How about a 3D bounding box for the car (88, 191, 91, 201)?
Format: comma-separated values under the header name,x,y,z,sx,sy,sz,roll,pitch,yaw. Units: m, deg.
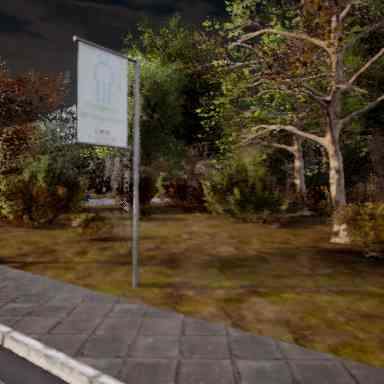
name,x,y,z,sx,sy,sz,roll,pitch,yaw
car,-20.139,0.754,57.547,2.150,2.045,5.566,1,0,33
